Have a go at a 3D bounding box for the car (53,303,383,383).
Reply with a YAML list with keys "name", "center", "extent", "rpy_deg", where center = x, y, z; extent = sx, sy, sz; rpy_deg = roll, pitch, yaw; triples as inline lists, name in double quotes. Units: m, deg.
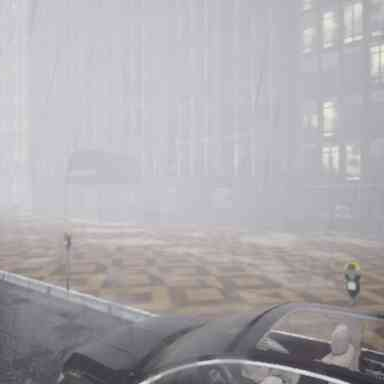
- name: "car"
  center: [0.769, 1.550, 2.330]
  extent: [4.403, 1.369, 2.008]
  rpy_deg: [0, 0, 35]
